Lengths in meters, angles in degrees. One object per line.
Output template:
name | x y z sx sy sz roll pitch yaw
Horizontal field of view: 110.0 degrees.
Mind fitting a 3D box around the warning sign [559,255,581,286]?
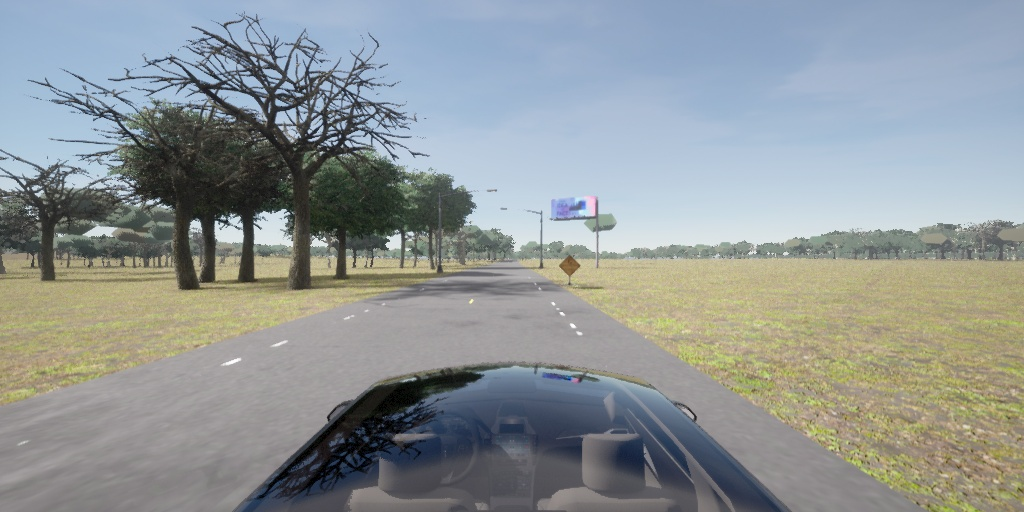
warning sign | 3.495 0.864 21.687 1.300 1.860 1.060 0 0 0
